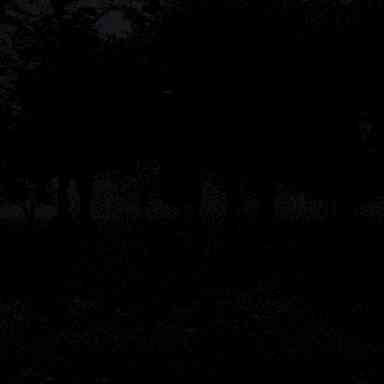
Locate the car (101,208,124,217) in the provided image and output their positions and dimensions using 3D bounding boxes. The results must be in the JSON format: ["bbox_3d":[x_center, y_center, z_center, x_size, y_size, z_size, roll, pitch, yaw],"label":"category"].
[{"bbox_3d":[-12.354,3.166,51.591,4.181,1.385,1.994,-3,-3,43],"label":"car"}]

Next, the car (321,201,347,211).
[{"bbox_3d":[27.346,2.701,64.066,4.553,1.767,2.185,-2,-2,39],"label":"car"}]

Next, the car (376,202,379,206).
[{"bbox_3d":[43.074,2.929,83.270,5.008,1.535,2.097,-2,-1,39],"label":"car"}]

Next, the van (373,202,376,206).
[{"bbox_3d":[41.415,2.691,81.065,4.442,1.987,1.878,-2,-1,39],"label":"van"}]

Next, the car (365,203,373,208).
[{"bbox_3d":[37.802,2.653,76.896,5.566,2.045,2.435,-2,-1,39],"label":"car"}]
